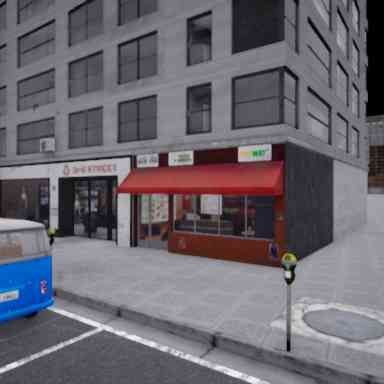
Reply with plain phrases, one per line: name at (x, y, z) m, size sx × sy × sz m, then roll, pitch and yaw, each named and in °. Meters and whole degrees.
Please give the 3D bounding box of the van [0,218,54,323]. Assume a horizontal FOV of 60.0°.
van at (-4.258, 1.333, 6.093) m, size 3.998 × 1.788 × 1.690 m, roll 0°, pitch 0°, yaw 35°
